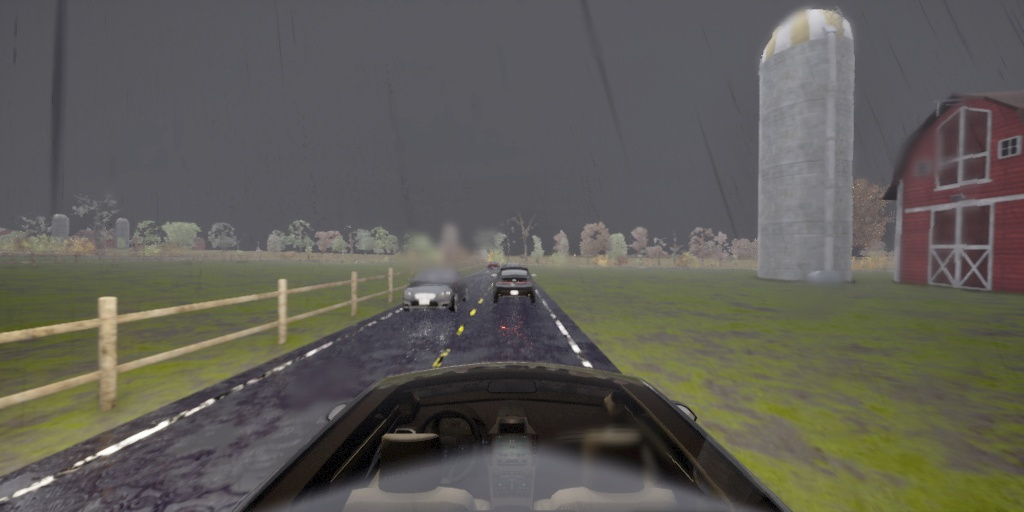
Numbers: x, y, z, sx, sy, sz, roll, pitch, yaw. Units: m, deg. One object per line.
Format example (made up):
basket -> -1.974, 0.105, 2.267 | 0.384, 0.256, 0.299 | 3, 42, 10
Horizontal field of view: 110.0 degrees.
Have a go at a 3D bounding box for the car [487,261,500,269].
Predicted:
car -> -2.816, 1.349, 55.431 | 1.895, 1.301, 4.718 | 0, 0, 0

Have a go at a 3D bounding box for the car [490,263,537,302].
car -> 0.100, 1.247, 17.020 | 1.837, 1.490, 4.892 | 0, 0, 0

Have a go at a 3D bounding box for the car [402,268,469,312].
car -> -2.849, 1.235, 14.131 | 2.128, 1.511, 4.902 | 0, 0, 0
